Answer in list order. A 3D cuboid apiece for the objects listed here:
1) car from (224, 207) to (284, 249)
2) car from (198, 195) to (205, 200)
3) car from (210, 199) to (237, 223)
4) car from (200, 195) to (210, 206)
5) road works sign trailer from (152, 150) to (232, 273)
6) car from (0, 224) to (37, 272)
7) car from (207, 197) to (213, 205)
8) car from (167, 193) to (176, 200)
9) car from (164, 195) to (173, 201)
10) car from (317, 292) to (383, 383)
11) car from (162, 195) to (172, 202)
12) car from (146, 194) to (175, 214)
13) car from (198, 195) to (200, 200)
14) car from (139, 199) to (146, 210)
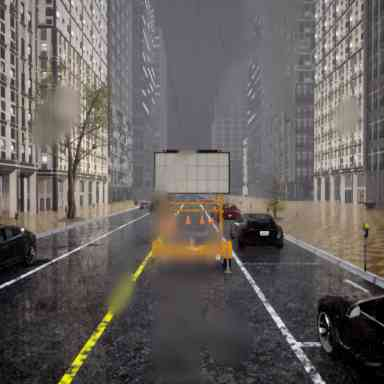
[{"bbox_3d":[2.681,1.562,14.379,1.947,1.339,4.313,-1,0,0],"label":"car"},{"bbox_3d":[2.663,1.498,93.378,2.008,1.369,4.403,-1,0,0],"label":"car"},{"bbox_3d":[2.678,1.536,25.665,1.887,1.381,4.507,-1,0,0],"label":"car"},{"bbox_3d":[2.672,1.522,53.879,1.887,1.381,4.507,-1,0,0],"label":"car"},{"bbox_3d":[0.001,0.462,10.643,2.380,3.560,2.880,0,0,0],"label":"road works sign trailer"},{"bbox_3d":[-5.699,1.564,8.732,1.947,1.339,4.313,-1,0,0],"label":"car"},{"bbox_3d":[2.677,1.514,31.477,1.752,1.417,4.829,-1,0,0],"label":"car"},{"bbox_3d":[-5.721,1.262,93.353,2.192,1.841,5.009,-1,0,0],"label":"car"},{"bbox_3d":[-5.715,1.539,82.070,1.802,1.307,4.206,-1,0,0],"label":"car"},{"bbox_3d":[2.684,1.565,3.093,1.947,1.339,4.313,-1,0,0],"label":"car"},{"bbox_3d":[-5.714,1.487,76.259,1.752,1.417,4.829,-1,0,0],"label":"car"},{"bbox_3d":[-3.104,1.209,34.854,2.150,2.045,5.566,0,0,0],"label":"car"},{"bbox_3d":[2.667,1.513,76.449,2.008,1.369,4.403,-1,0,0],"label":"car"},{"bbox_3d":[-5.706,1.534,42.580,2.008,1.369,4.403,-1,0,0],"label":"car"}]
